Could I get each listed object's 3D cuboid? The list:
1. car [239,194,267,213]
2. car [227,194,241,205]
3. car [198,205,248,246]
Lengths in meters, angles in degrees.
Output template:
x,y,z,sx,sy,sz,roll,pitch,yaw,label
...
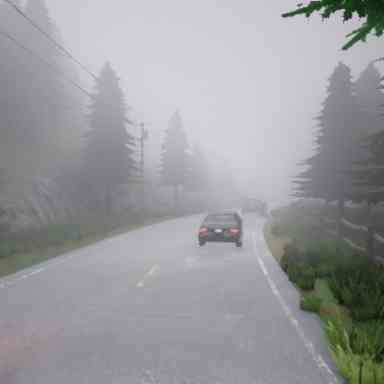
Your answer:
x,y,z,sx,sy,sz,roll,pitch,yaw,label
6.546,1.400,34.524,2.097,1.767,4.553,0,0,19,car
6.237,1.276,43.961,2.150,2.045,5.566,0,0,20,car
1.444,1.563,15.461,2.033,1.411,5.357,0,0,9,car
